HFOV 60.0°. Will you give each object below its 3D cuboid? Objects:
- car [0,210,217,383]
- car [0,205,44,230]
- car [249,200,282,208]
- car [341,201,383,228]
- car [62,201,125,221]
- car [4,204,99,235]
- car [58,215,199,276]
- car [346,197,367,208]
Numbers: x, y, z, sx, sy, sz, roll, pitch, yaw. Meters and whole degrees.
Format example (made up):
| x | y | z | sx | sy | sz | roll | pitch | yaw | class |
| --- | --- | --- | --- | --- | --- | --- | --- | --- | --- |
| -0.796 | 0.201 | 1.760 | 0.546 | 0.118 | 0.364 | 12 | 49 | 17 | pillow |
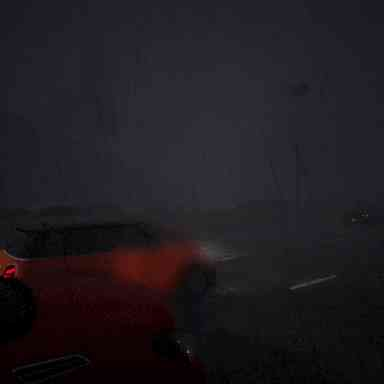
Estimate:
| x | y | z | sx | sy | sz | roll | pitch | yaw | class |
| --- | --- | --- | --- | --- | --- | --- | --- | --- | --- |
| -2.546 | 1.225 | 1.994 | 5.566 | 2.045 | 2.150 | 0 | 0 | -35 | car |
| -11.966 | 1.616 | 21.376 | 4.181 | 1.385 | 1.994 | 0 | 0 | -37 | car |
| 8.131 | 1.591 | 33.685 | 4.902 | 1.511 | 2.128 | 0 | 0 | -44 | car |
| 11.993 | 1.598 | 22.696 | 4.674 | 1.442 | 1.812 | 0 | 0 | -42 | car |
| -8.379 | 1.580 | 28.551 | 4.892 | 1.490 | 1.837 | 0 | 0 | -39 | car |
| -8.241 | 1.555 | 19.792 | 4.892 | 1.490 | 1.837 | 0 | 0 | -37 | car |
| -2.019 | 1.594 | 11.097 | 4.181 | 1.385 | 1.994 | 0 | 0 | -37 | car |
| 26.700 | 1.663 | 53.923 | 2.128 | 1.511 | 4.902 | 0 | 0 | 39 | car |
